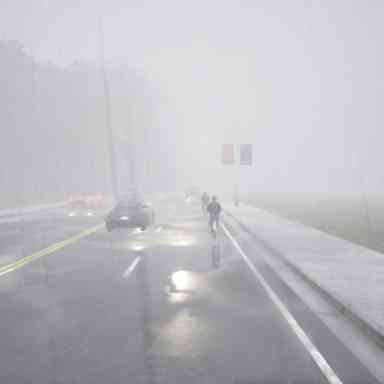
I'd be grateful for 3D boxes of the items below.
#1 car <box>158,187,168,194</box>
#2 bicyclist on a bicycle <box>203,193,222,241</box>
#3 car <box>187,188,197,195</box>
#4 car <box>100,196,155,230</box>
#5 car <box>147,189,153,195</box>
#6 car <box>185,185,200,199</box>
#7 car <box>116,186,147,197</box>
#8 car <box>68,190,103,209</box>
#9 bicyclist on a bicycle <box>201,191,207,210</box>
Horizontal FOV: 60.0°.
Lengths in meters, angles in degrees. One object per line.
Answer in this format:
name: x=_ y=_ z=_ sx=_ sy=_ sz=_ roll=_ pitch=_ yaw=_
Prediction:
car: x=-6.475 y=-0.265 z=74.910 sx=2.128 sy=1.511 sz=4.902 roll=0 pitch=1 yaw=0
bicyclist on a bicycle: x=0.898 y=1.044 z=13.560 sx=0.659 sy=1.776 sz=1.843 roll=0 pitch=2 yaw=0
car: x=0.025 y=-0.165 z=73.664 sx=1.994 sy=1.385 sz=4.181 roll=0 pitch=1 yaw=0
car: x=-3.143 y=1.143 z=17.543 sx=1.994 sy=1.385 sz=4.181 roll=0 pitch=1 yaw=0
car: x=-9.726 y=-0.110 z=72.870 sx=1.895 sy=1.301 sz=4.718 roll=0 pitch=1 yaw=0
car: x=0.117 y=-0.023 z=52.698 sx=2.150 sy=2.045 sz=5.566 roll=0 pitch=1 yaw=0
car: x=-6.584 y=0.378 z=35.443 sx=2.150 sy=2.045 sz=5.566 roll=0 pitch=1 yaw=0
car: x=-9.834 y=0.612 z=31.003 sx=2.097 sy=1.767 sz=4.553 roll=0 pitch=1 yaw=0
bicyclist on a bicycle: x=0.901 y=0.826 z=22.758 sx=0.659 sy=1.776 sz=1.843 roll=0 pitch=2 yaw=0
